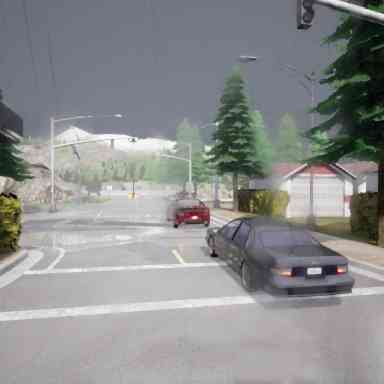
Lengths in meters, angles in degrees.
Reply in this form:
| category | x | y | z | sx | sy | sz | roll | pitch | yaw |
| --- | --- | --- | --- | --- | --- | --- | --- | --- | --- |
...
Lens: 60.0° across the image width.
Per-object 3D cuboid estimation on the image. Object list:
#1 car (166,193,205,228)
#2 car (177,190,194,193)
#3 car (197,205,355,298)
| category | x | y | z | sx | sy | sz | roll | pitch | yaw |
| --- | --- | --- | --- | --- | --- | --- | --- | --- | --- |
| car | -0.327 | 1.059 | 18.982 | 1.882 | 1.535 | 5.008 | -1 | 2 | -11 |
| car | -0.967 | 0.386 | 70.291 | 4.902 | 1.511 | 2.128 | 0 | 1 | -11 |
| car | 1.775 | 1.366 | 8.601 | 2.033 | 1.411 | 5.357 | 0 | 3 | -11 |
